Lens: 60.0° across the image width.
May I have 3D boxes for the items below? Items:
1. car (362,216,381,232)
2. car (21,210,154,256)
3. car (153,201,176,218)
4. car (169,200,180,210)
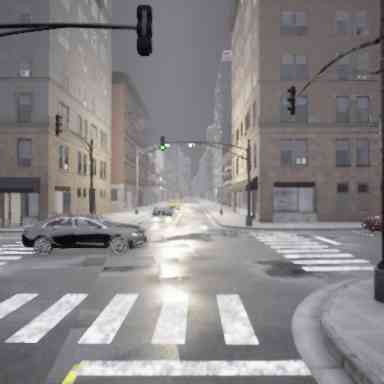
[{"bbox_3d":[12.181,1.645,19.112,4.507,1.381,1.887,-1,0,1],"label":"car"},{"bbox_3d":[-4.240,1.654,13.416,4.902,1.511,2.128,-1,-1,1],"label":"car"},{"bbox_3d":[-3.009,1.919,34.873,1.994,1.385,4.181,0,-1,0],"label":"car"},{"bbox_3d":[-2.947,1.979,51.606,1.882,1.535,5.008,0,-1,0],"label":"car"}]
